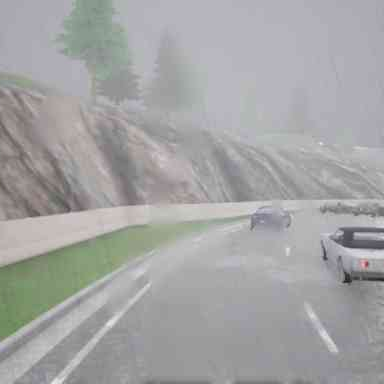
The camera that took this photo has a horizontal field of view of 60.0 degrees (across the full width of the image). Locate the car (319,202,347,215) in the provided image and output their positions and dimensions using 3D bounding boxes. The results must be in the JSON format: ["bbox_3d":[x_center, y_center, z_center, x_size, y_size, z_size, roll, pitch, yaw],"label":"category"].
[{"bbox_3d":[15.552,1.726,35.736,4.718,1.301,1.895,0,0,-45],"label":"car"}]

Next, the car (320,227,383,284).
[{"bbox_3d":[4.922,1.640,9.475,1.895,1.301,4.718,0,0,12],"label":"car"}]

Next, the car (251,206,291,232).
[{"bbox_3d":[4.963,1.566,20.719,1.812,1.442,4.674,0,0,25],"label":"car"}]

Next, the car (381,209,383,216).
[{"bbox_3d":[10.551,1.685,15.781,1.895,1.301,4.718,0,0,22],"label":"car"}]

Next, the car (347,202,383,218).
[{"bbox_3d":[17.397,1.687,32.444,2.033,1.411,5.357,0,0,45],"label":"car"}]
